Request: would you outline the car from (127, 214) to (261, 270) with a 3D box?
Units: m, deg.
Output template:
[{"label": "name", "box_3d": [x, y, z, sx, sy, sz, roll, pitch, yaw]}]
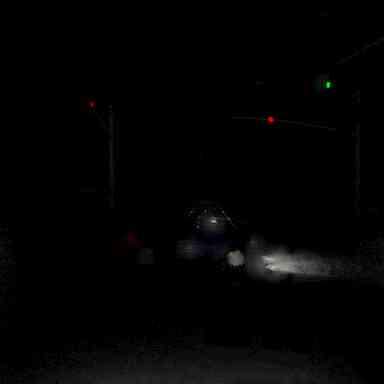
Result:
[{"label": "car", "box_3d": [0.062, 1.564, 10.620, 4.181, 1.385, 1.994, 0, 0, 2]}]

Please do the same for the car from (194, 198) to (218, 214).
[{"label": "car", "box_3d": [1.361, 1.491, 31.529, 1.812, 1.442, 4.674, 0, 0, 3]}]

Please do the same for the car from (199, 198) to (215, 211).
[{"label": "car", "box_3d": [1.792, 1.470, 40.684, 1.837, 1.490, 4.892, 0, 0, 3]}]

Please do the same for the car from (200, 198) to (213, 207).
[{"label": "car", "box_3d": [2.285, 1.566, 50.821, 1.895, 1.301, 4.718, 0, 0, 3]}]
